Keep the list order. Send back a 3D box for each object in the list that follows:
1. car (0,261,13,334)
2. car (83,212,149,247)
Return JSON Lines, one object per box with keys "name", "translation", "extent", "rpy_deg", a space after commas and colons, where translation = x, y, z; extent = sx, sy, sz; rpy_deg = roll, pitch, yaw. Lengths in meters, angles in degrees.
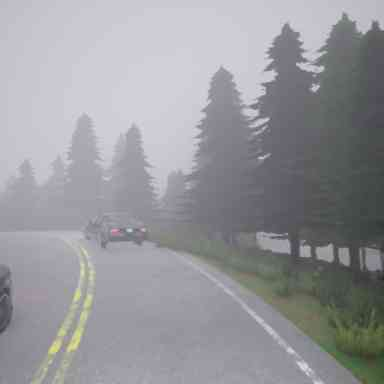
{"name": "car", "translation": [-3.678, 1.539, 3.917], "extent": [1.812, 1.442, 4.674], "rpy_deg": [0, 0, -10]}
{"name": "car", "translation": [-3.707, 1.652, 15.498], "extent": [2.033, 1.411, 5.357], "rpy_deg": [2, -2, -29]}
